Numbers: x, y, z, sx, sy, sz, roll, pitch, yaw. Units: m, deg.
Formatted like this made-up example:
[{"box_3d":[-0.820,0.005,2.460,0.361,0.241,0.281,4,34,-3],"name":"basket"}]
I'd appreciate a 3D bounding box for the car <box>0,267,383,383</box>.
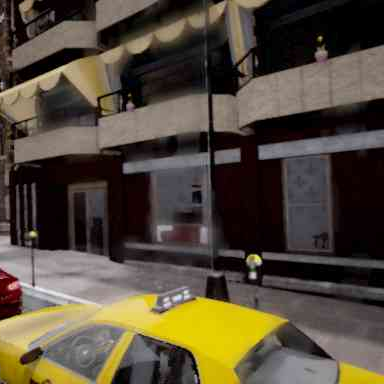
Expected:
[{"box_3d":[-0.378,1.548,3.018,4.829,1.417,1.752,-1,-2,36],"name":"car"}]
